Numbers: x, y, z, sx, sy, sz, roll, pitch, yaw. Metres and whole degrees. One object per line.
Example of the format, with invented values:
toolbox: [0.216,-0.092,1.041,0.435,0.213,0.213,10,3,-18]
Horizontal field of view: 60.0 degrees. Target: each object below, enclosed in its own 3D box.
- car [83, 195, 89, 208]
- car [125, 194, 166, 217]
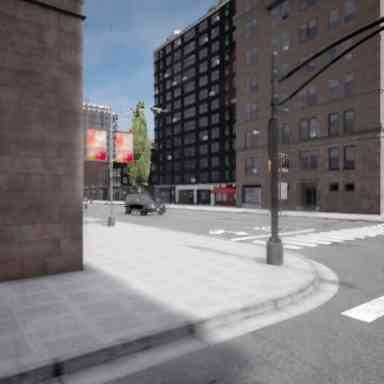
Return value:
car: [-17.581,1.326,50.823,2.150,2.045,5.566,0,0,-36]
car: [-4.721,1.259,32.818,2.150,2.045,5.566,0,0,-36]
